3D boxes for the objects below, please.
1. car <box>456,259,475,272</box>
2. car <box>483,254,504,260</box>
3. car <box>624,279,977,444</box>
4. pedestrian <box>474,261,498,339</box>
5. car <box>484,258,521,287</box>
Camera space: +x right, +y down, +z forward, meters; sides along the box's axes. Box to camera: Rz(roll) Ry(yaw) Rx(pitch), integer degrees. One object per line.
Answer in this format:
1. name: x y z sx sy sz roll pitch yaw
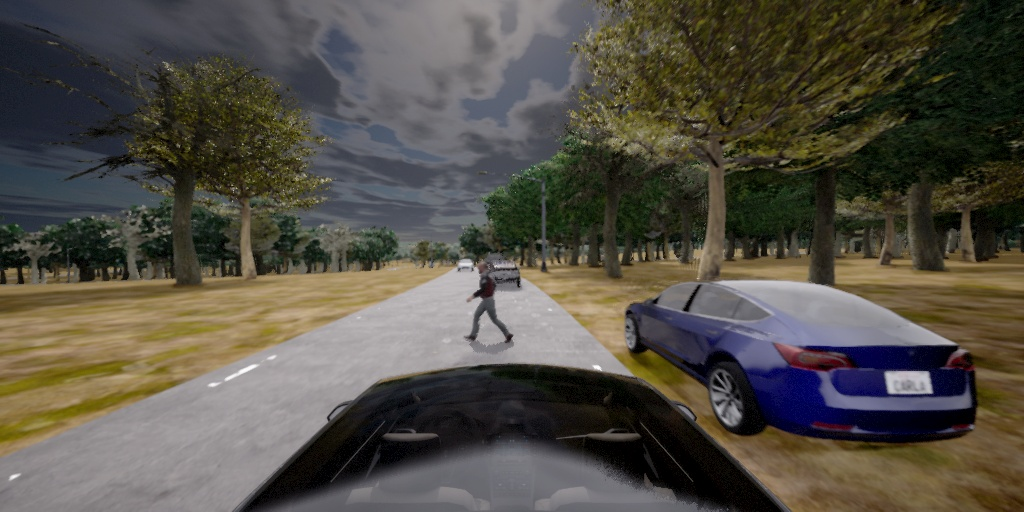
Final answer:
1. car: -5.441 1.096 42.279 1.812 1.442 4.674 0 0 -6
2. car: -1.885 0.770 38.710 2.150 2.045 5.566 0 0 -6
3. car: 3.228 1.052 5.286 2.163 1.488 4.792 0 1 -1
4. pedestrian: -0.570 0.961 7.795 0.375 1.860 0.375 -1 2 -6
5. car: -0.523 1.047 22.296 2.128 1.511 4.902 0 0 -4
